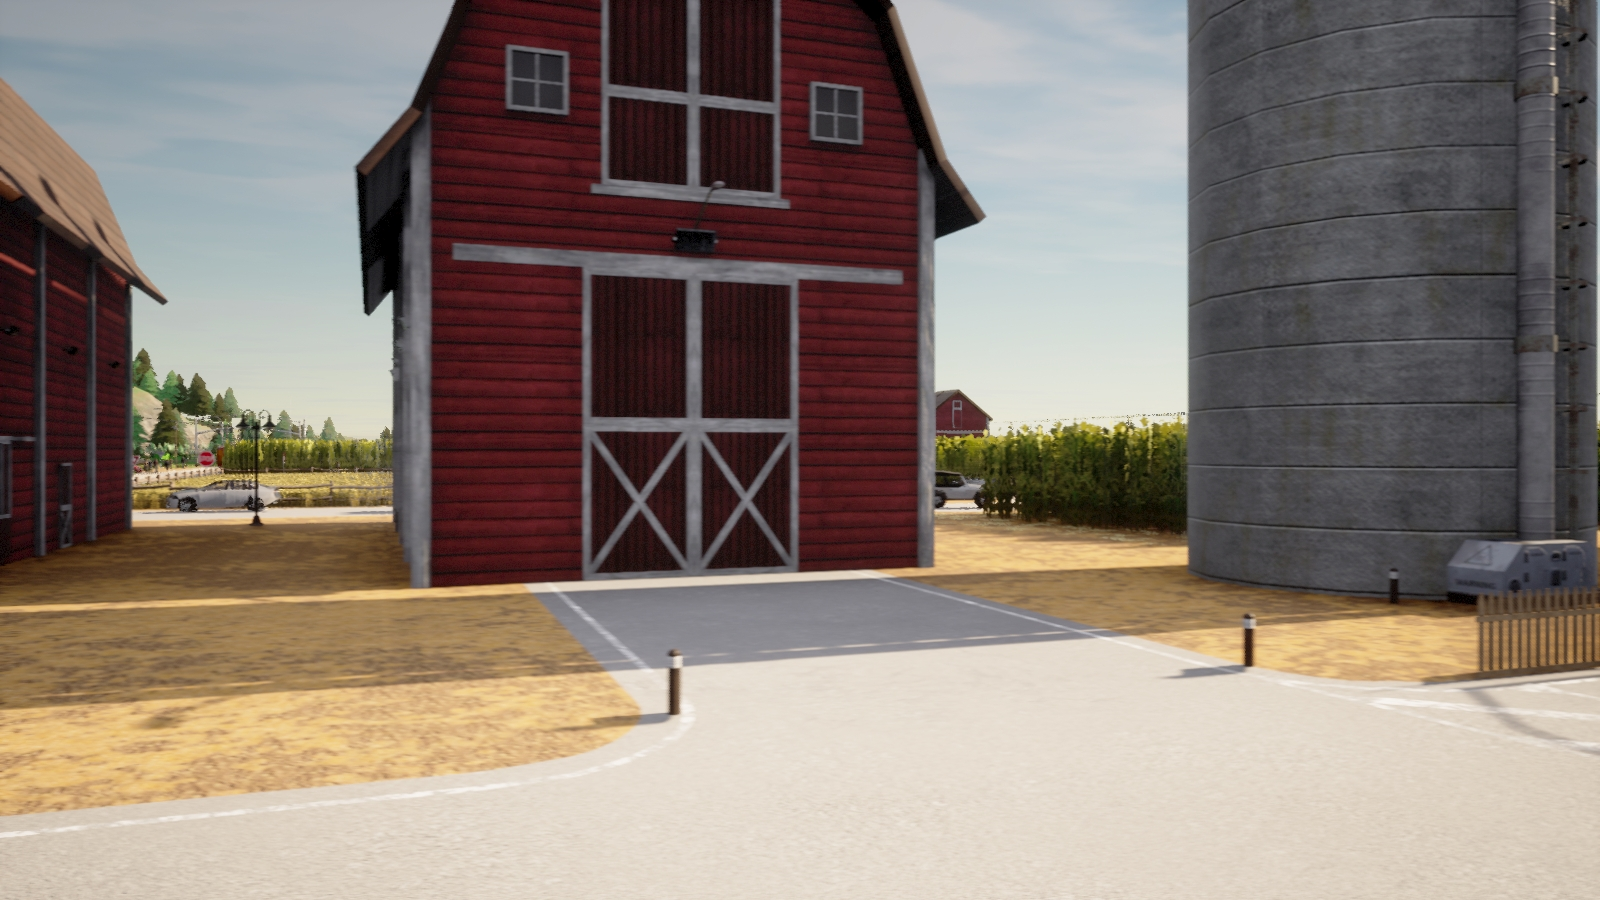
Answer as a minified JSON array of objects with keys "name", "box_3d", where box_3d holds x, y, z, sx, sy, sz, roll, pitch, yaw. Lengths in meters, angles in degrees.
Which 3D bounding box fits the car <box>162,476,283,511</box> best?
[{"name":"car","box_3d":[-27.348,2.048,54.322,4.902,1.511,2.128,0,0,-19]}]
